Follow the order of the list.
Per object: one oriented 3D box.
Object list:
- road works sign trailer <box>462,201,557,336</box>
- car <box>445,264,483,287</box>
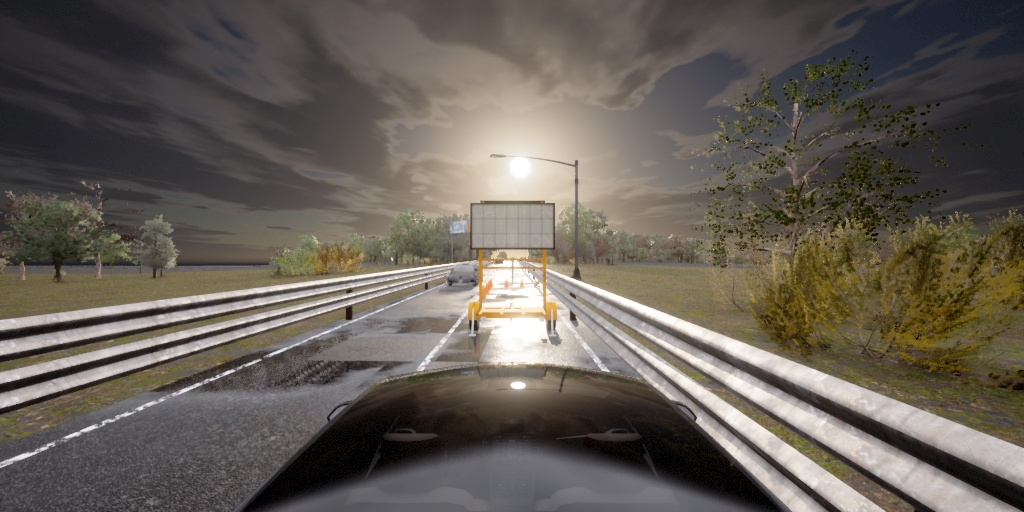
[{"bbox_3d":[0.021,0.218,10.343,2.380,3.560,2.880,0,0,0],"label":"road works sign trailer"},{"bbox_3d":[-3.222,1.284,24.835,1.812,1.442,4.674,0,0,0],"label":"car"}]
